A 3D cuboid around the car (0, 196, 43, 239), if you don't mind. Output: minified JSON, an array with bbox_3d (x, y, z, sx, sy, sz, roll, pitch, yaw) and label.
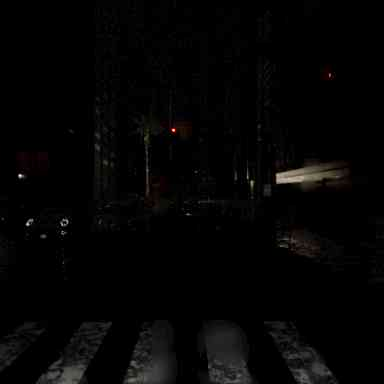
[{"bbox_3d":[-9.823,1.257,18.035,2.150,2.045,5.566,0,0,0],"label":"car"}]

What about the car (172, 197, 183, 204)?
[{"bbox_3d":[-3.040,1.787,69.877,1.994,1.385,4.181,0,0,0],"label":"car"}]

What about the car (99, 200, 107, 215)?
[{"bbox_3d":[-9.796,1.557,34.859,1.882,1.535,5.008,0,0,0],"label":"car"}]

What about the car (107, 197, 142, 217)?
[{"bbox_3d":[-6.549,1.550,32.752,1.882,1.535,5.008,0,0,0],"label":"car"}]

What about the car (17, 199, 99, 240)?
[{"bbox_3d":[-6.574,1.381,16.971,2.097,1.767,4.553,0,0,0],"label":"car"}]

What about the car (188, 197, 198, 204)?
[{"bbox_3d":[0.210,1.787,69.897,1.994,1.385,4.181,0,0,0],"label":"car"}]

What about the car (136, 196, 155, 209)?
[{"bbox_3d":[-6.515,1.607,48.712,1.882,1.535,5.008,0,0,0],"label":"car"}]

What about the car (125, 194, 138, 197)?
[{"bbox_3d":[-9.749,1.370,53.362,2.150,2.045,5.566,0,0,0],"label":"car"}]
